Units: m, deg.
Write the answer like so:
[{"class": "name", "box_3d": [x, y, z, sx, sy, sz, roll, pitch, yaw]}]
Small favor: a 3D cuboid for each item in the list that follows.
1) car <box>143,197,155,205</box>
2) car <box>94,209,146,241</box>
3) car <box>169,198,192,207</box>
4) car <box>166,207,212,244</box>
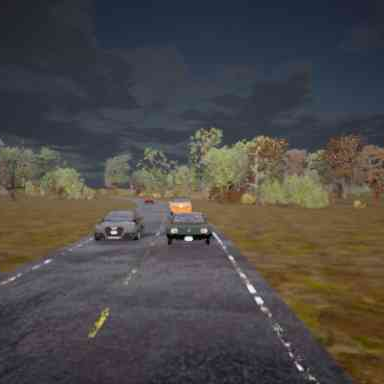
[{"class": "car", "box_3d": [-7.630, 1.585, 58.986, 1.895, 1.301, 4.718, 0, 0, -9]}, {"class": "car", "box_3d": [-3.422, 1.556, 16.359, 1.994, 1.385, 4.181, 0, 0, -2]}, {"class": "car", "box_3d": [-1.182, 1.350, 33.203, 2.097, 1.767, 4.553, 0, 0, -5]}, {"class": "car", "box_3d": [-0.185, 1.601, 15.691, 1.895, 1.301, 4.718, 0, 0, -2]}]
